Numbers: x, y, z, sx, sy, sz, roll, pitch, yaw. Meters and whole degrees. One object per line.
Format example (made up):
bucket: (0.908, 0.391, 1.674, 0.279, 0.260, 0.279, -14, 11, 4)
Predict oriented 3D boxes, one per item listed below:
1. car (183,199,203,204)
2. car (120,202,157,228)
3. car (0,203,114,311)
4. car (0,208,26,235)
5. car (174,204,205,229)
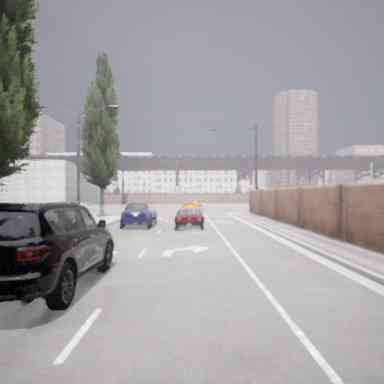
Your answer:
car: (0.224, 1.704, 43.179, 1.882, 1.535, 5.008, -1, -1, 14)
car: (-3.653, 1.495, 23.478, 2.097, 1.767, 4.553, 0, 0, -1)
car: (-3.478, 1.274, 8.024, 2.150, 2.045, 5.566, 0, -1, 0)
car: (-11.697, 1.704, 18.717, 2.033, 1.411, 5.357, 0, 0, -1)
car: (-0.174, 1.722, 22.705, 1.895, 1.301, 4.718, 0, 0, 0)
